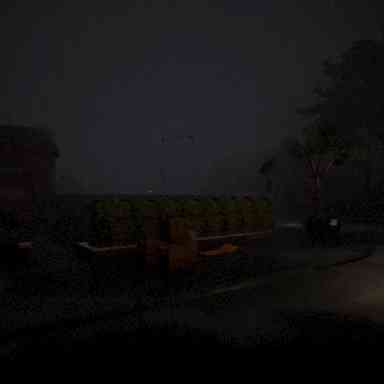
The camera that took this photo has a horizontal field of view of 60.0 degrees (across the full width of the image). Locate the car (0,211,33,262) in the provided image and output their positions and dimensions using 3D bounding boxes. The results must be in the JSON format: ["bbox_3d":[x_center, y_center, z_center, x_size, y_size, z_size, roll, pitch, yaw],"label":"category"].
[{"bbox_3d":[-6.477,1.356,10.777,2.033,1.415,5.357,0,0,-33],"label":"car"}]
